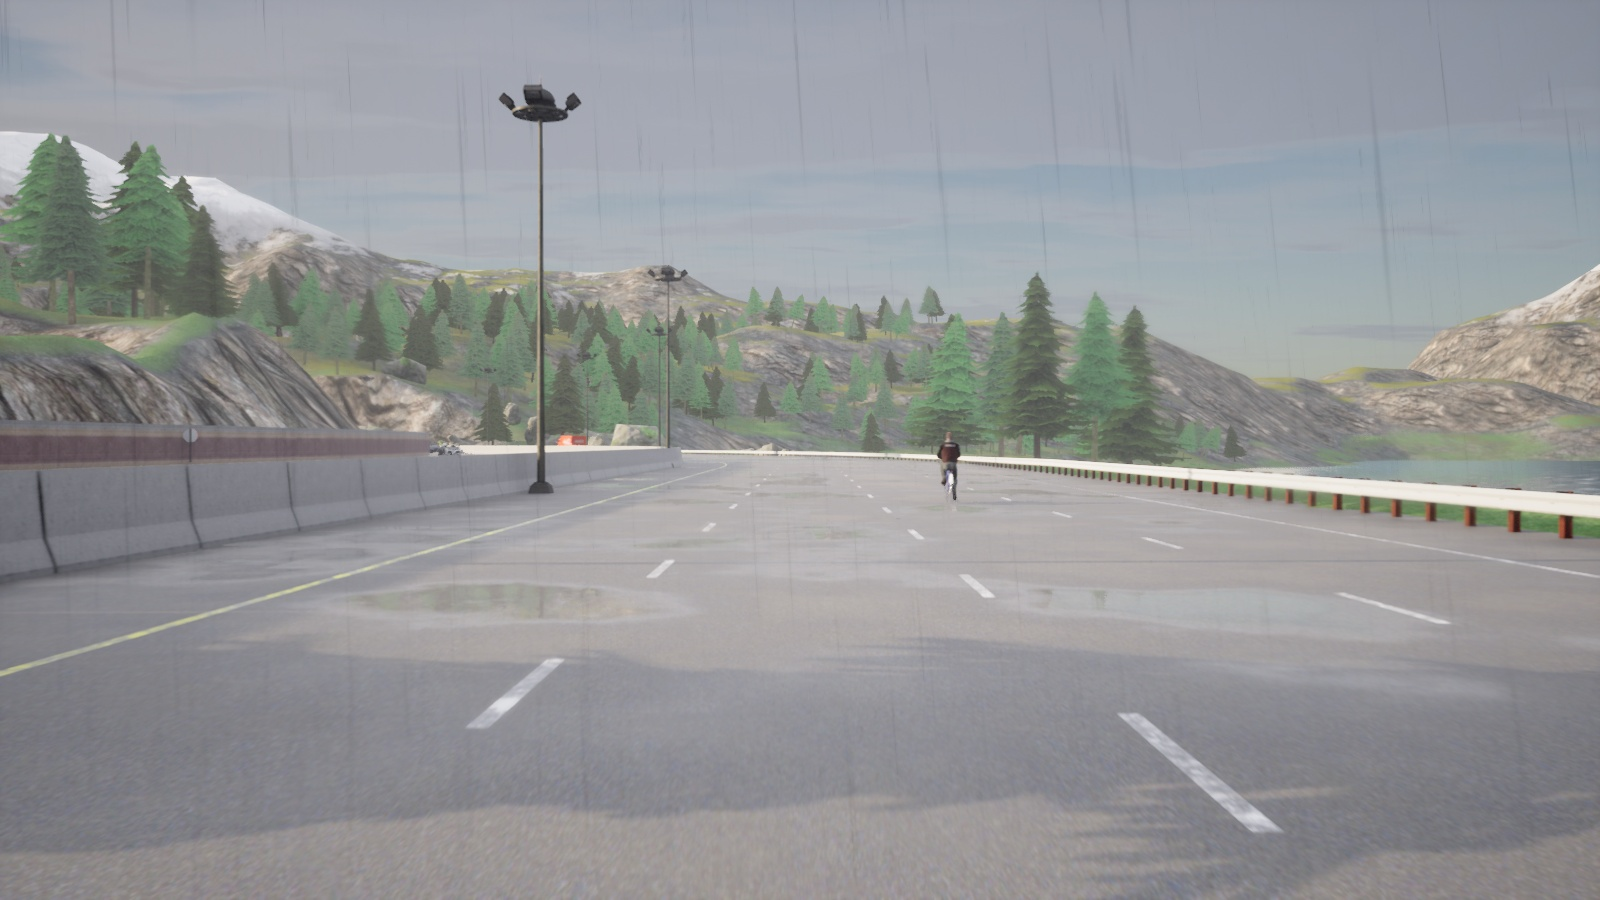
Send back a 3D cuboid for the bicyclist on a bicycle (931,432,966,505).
[{"bbox_3d":[3.696,0.443,31.361,0.659,1.776,1.843,0,1,0],"label":"bicyclist on a bicycle"}]
